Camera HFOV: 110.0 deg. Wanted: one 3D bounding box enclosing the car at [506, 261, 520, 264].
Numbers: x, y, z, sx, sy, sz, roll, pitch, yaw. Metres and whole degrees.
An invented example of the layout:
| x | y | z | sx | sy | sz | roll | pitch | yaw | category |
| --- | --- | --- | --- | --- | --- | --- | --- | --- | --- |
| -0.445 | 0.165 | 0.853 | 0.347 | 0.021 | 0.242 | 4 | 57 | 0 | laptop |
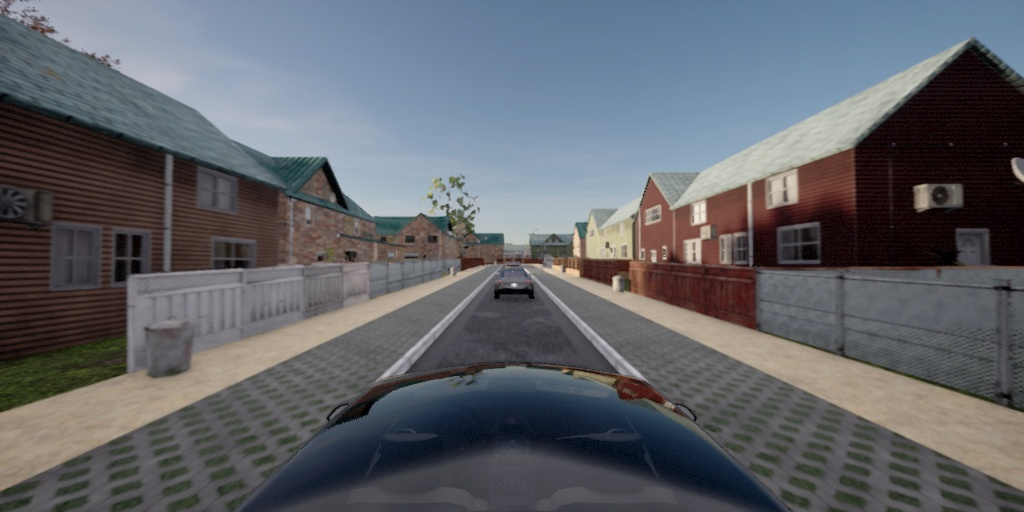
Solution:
| x | y | z | sx | sy | sz | roll | pitch | yaw | category |
| --- | --- | --- | --- | --- | --- | --- | --- | --- | --- |
| 0.106 | 1.251 | 36.146 | 2.128 | 1.511 | 4.902 | 0 | 0 | 0 | car |

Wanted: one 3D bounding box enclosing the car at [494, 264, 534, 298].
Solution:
| x | y | z | sx | sy | sz | roll | pitch | yaw | category |
| --- | --- | --- | --- | --- | --- | --- | --- | --- | --- |
| 0.103 | 1.320 | 18.571 | 1.994 | 1.385 | 4.181 | 0 | 0 | 0 | car |
